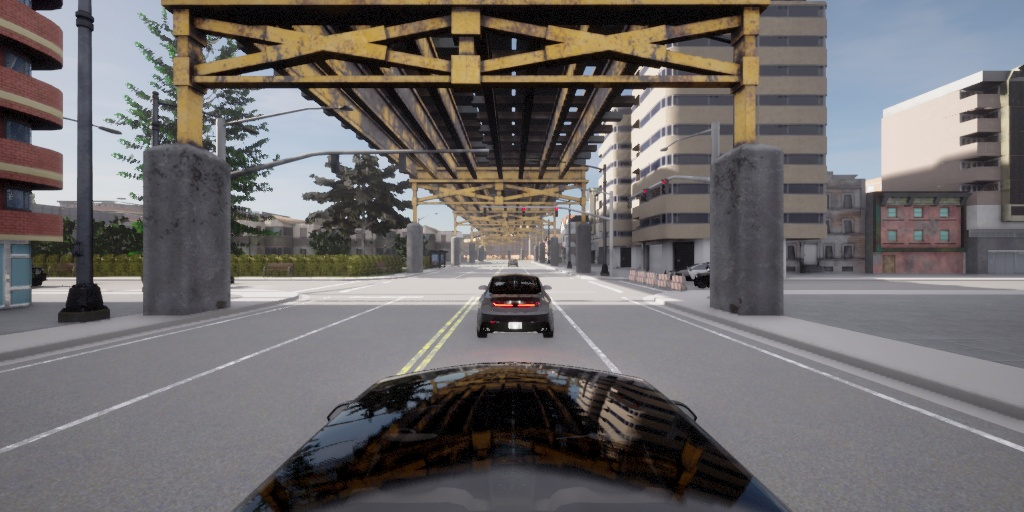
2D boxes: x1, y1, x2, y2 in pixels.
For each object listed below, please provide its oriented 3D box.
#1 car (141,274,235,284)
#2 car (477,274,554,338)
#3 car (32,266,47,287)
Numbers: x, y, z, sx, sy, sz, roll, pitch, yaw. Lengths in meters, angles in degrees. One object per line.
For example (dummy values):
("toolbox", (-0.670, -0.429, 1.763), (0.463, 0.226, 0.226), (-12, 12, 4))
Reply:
("car", (-20.035, 1.255, 22.285), (4.892, 1.490, 1.837), (0, 0, 0))
("car", (0.087, 1.255, 10.172), (1.837, 1.490, 4.892), (0, 0, 0))
("car", (-32.776, 0.970, 22.368), (5.566, 2.045, 2.150), (0, 0, 1))
